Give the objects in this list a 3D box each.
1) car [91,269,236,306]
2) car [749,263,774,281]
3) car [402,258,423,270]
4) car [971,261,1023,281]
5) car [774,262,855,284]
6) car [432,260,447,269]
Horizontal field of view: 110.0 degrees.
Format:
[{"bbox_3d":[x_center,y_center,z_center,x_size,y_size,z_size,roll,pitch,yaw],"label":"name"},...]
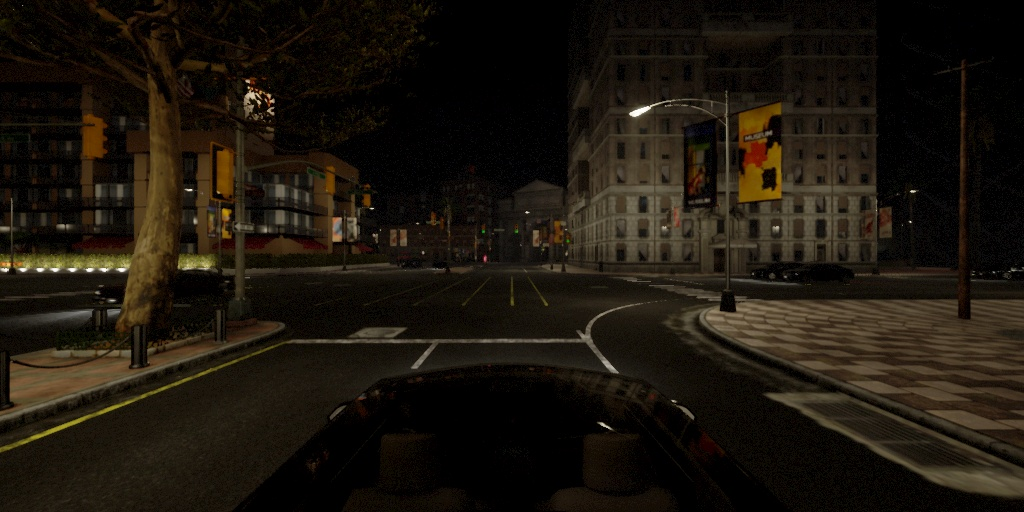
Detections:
[{"bbox_3d":[-14.979,1.296,16.092,2.033,1.411,5.357,0,0,0],"label":"car"},{"bbox_3d":[22.605,1.249,30.028,4.892,1.490,1.837,-1,0,0],"label":"car"},{"bbox_3d":[-14.923,1.034,53.701,2.097,1.767,4.553,0,0,0],"label":"car"},{"bbox_3d":[41.642,1.250,29.966,4.892,1.490,1.837,0,0,1],"label":"car"},{"bbox_3d":[22.569,1.273,26.528,4.674,1.442,1.812,0,0,0],"label":"car"},{"bbox_3d":[-11.480,1.306,57.546,1.994,1.385,4.181,0,0,0],"label":"car"}]
